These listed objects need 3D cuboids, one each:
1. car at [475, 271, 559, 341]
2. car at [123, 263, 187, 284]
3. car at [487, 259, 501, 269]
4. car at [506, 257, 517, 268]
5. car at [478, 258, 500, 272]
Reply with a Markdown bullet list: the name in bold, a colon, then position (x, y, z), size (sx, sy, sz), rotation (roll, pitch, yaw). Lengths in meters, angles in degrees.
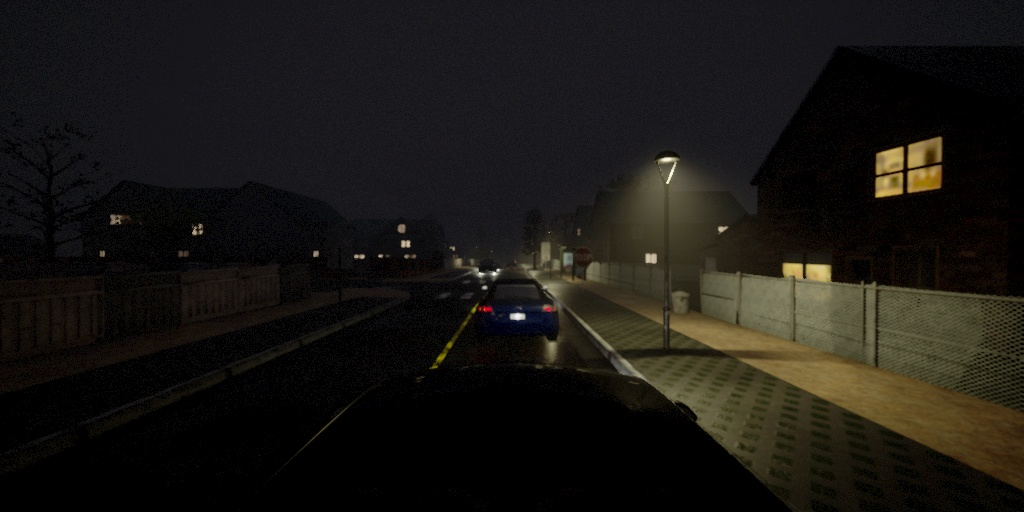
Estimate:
- **car**: position (0.089, 1.289, 9.834), size (1.994, 1.385, 4.181), rotation (0, 0, -1)
- **car**: position (-21.147, 1.157, 21.973), size (4.892, 1.490, 1.837), rotation (0, 1, -1)
- **car**: position (-2.903, 1.252, 59.365), size (2.128, 1.511, 4.902), rotation (0, 0, 0)
- **car**: position (-0.096, 1.307, 64.147), size (1.812, 1.442, 4.674), rotation (0, 0, 0)
- **car**: position (-2.904, 1.060, 43.651), size (2.097, 1.767, 4.553), rotation (0, 0, 0)
